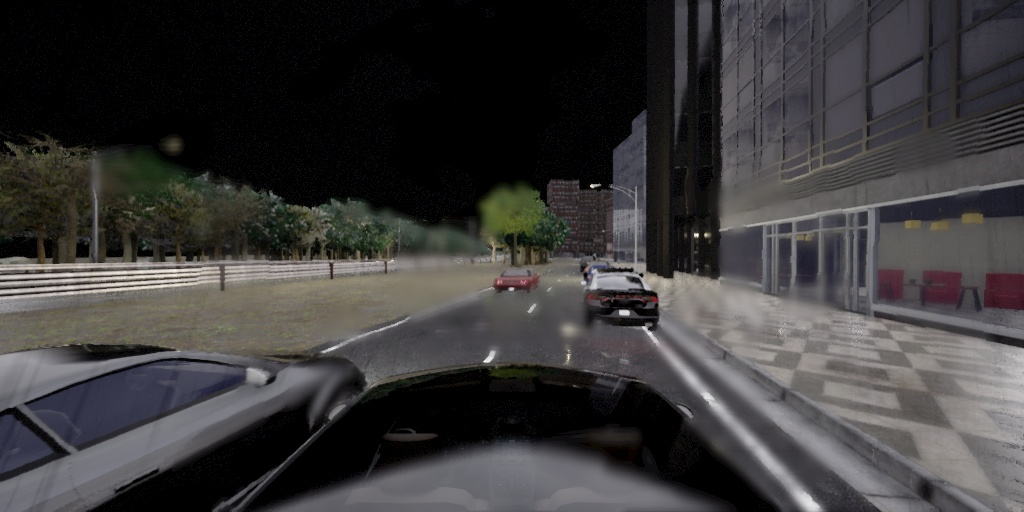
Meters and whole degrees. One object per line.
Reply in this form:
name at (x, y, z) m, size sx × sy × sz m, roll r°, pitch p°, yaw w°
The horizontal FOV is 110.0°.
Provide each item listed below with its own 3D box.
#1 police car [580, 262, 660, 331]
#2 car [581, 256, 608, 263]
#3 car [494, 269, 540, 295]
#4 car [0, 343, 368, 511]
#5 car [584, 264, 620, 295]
police car at (3.204, 1.171, 11.217) m, size 1.930 × 1.638 × 5.238 m, roll 0°, pitch 0°, yaw 11°
car at (6.397, 1.096, 26.548) m, size 2.097 × 1.767 × 4.553 m, roll 0°, pitch 0°, yaw 13°
car at (0.447, 1.342, 19.979) m, size 1.895 × 1.301 × 4.718 m, roll 0°, pitch 0°, yaw 12°
car at (-2.860, 1.313, 2.526) m, size 1.994 × 1.385 × 4.181 m, roll 0°, pitch 0°, yaw 10°
car at (5.139, 1.270, 20.788) m, size 1.812 × 1.442 × 4.674 m, roll 0°, pitch 0°, yaw 12°
